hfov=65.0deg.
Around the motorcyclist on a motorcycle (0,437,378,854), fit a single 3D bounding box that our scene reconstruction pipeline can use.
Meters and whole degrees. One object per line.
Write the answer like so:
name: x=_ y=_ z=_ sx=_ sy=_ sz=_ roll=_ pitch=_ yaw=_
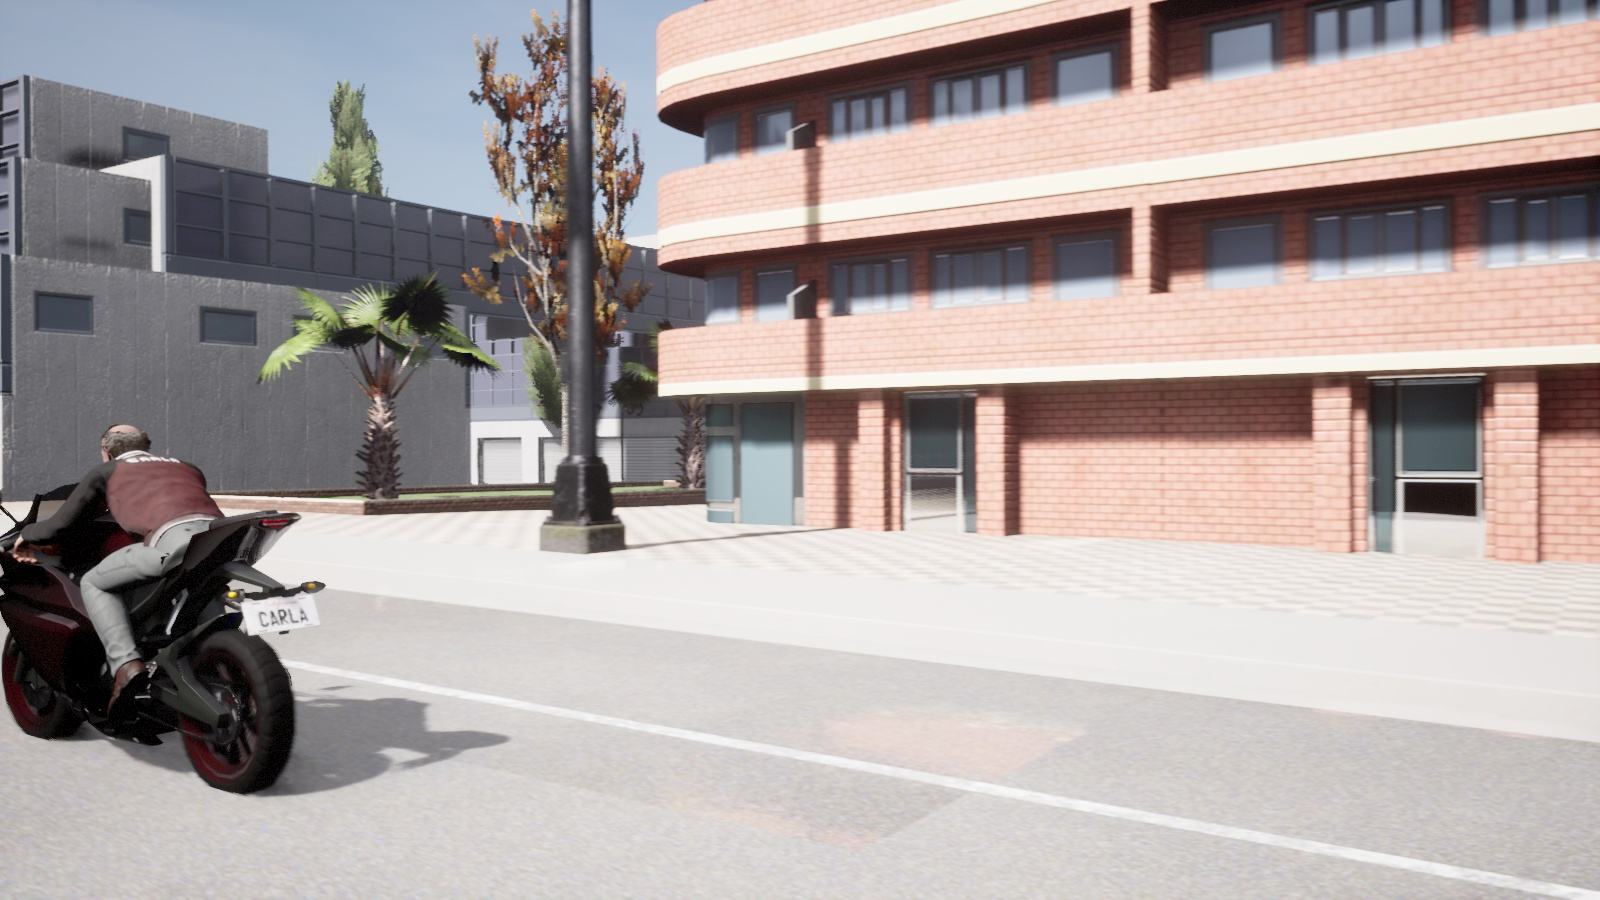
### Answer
motorcyclist on a motorcycle: x=-2.957 y=0.718 z=5.591 sx=2.191 sy=1.530 sz=0.866 roll=0 pitch=1 yaw=34
